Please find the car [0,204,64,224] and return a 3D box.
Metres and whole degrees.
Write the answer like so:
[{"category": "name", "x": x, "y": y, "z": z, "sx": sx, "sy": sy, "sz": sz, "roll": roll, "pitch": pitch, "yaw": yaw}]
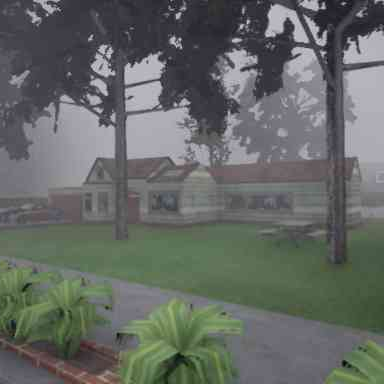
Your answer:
[{"category": "car", "x": -11.339, "y": 1.524, "z": 23.733, "sx": 1.994, "sy": 1.381, "sz": 4.181, "roll": -1, "pitch": 0, "yaw": 36}]
